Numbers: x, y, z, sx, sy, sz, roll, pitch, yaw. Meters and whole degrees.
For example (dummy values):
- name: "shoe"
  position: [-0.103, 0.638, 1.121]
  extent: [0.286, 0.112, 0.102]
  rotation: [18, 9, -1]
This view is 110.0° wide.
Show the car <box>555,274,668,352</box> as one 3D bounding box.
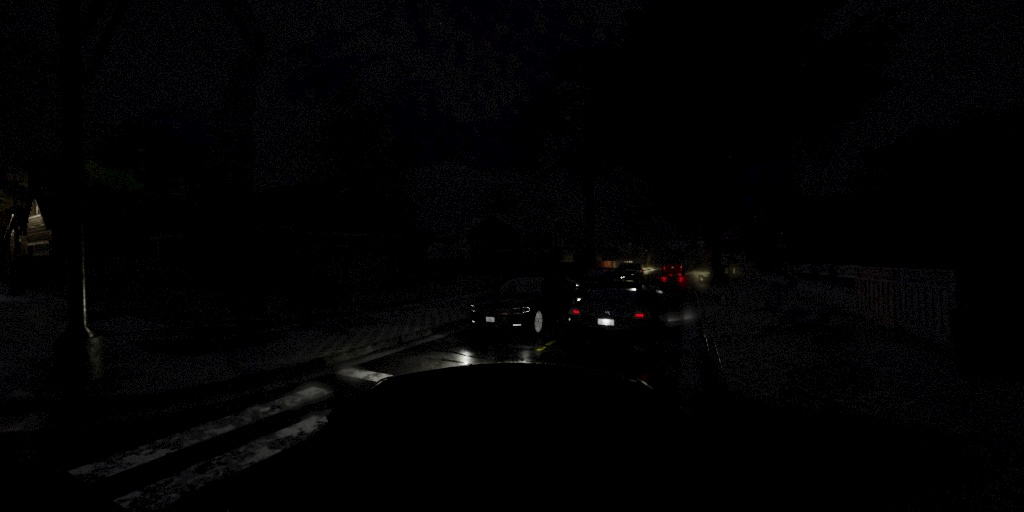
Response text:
- name: "car"
  position: [2.815, 1.323, 9.158]
  extent: [1.994, 1.385, 4.181]
  rotation: [-1, 0, 26]

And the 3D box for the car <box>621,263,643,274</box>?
- name: "car"
  position: [9.404, 1.323, 28.897]
  extent: [1.837, 1.490, 4.892]
  rotation: [-1, -1, 27]

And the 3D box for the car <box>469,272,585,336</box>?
- name: "car"
  position: [0.566, 1.281, 11.042]
  extent: [1.882, 1.535, 5.008]
  rotation: [-1, 0, 26]

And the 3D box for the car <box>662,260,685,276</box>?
- name: "car"
  position: [17.083, 1.178, 37.894]
  extent: [2.097, 1.767, 4.553]
  rotation: [-1, -1, 27]

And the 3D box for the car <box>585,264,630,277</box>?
- name: "car"
  position: [4.950, 1.351, 19.915]
  extent: [2.033, 1.411, 5.357]
  rotation: [-1, 0, 25]
